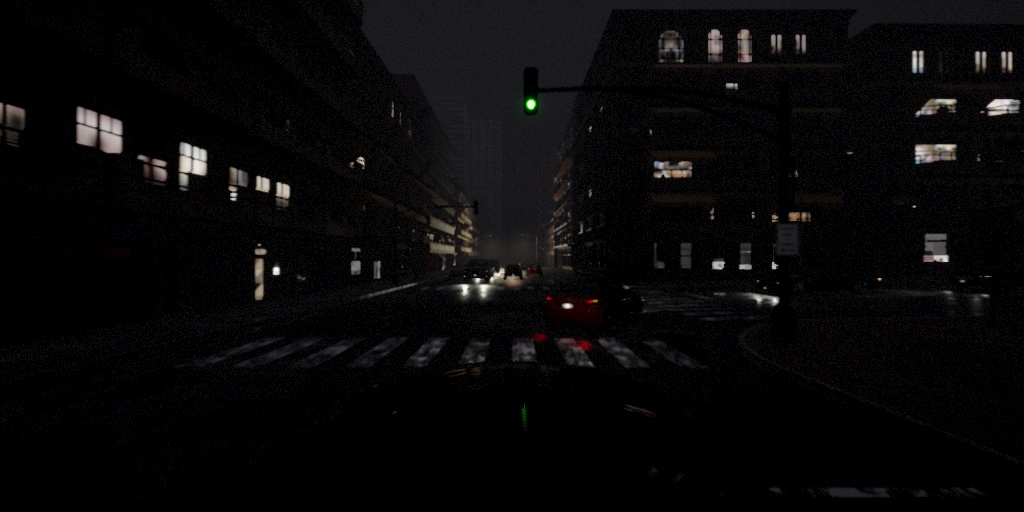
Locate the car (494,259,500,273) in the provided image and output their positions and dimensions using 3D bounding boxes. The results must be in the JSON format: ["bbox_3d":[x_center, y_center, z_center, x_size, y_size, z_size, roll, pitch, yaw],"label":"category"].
[{"bbox_3d":[-2.974,1.498,53.178,2.150,2.045,5.566,0,-1,1],"label":"car"}]

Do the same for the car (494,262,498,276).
[{"bbox_3d":[-3.056,1.691,42.664,1.812,1.442,4.674,0,-1,0],"label":"car"}]

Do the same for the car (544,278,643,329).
[{"bbox_3d":[2.788,1.413,11.851,1.994,1.385,4.181,-1,-1,36],"label":"car"}]

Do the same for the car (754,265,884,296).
[{"bbox_3d":[15.359,1.181,18.048,5.357,1.411,2.033,-1,0,-1],"label":"car"}]

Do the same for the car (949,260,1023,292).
[{"bbox_3d":[25.255,0.972,18.180,4.902,1.511,2.128,-1,0,-1],"label":"car"}]

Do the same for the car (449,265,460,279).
[{"bbox_3d":[-5.669,1.672,38.532,2.007,1.370,4.403,0,0,0],"label":"car"}]

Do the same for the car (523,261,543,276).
[{"bbox_3d":[2.714,1.621,44.050,1.967,1.591,4.097,0,0,0],"label":"car"}]

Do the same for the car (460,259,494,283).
[{"bbox_3d":[-3.068,1.281,32.548,2.150,2.045,5.566,0,-1,0],"label":"car"}]

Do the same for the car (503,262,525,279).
[{"bbox_3d":[0.124,1.623,38.189,1.837,1.490,4.892,0,-1,0],"label":"car"}]
